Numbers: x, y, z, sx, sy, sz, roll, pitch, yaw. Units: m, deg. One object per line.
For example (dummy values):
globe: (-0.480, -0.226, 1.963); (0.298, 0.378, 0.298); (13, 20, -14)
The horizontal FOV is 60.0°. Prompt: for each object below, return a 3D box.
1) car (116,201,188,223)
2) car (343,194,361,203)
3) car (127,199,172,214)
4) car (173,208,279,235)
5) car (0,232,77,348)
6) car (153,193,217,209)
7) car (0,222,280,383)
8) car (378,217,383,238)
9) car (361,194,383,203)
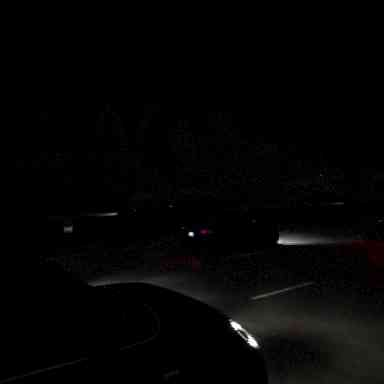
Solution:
car: (-2.941, 1.556, 23.399); (4.718, 1.301, 1.895); (0, 0, -36)
car: (28.753, 1.163, 58.839); (4.892, 1.490, 1.837); (-1, 0, -35)
car: (-4.472, 1.496, 35.203); (4.181, 1.385, 1.994); (0, 0, -35)
car: (1.608, 1.518, 13.499); (4.181, 1.385, 1.994); (0, 0, -36)
car: (-4.660, 1.564, 4.711); (5.357, 1.411, 2.033); (0, 0, -35)
car: (-0.283, 1.143, 29.597); (5.566, 2.045, 2.150); (0, 0, -36)
car: (-1.489, 1.355, 2.683); (4.553, 1.767, 2.097); (0, 0, -36)
car: (10.486, 1.419, 15.542); (4.674, 1.442, 1.812); (0, 0, -36)
car: (31.463, 1.149, 56.481); (4.902, 1.511, 2.128); (-1, 0, -35)
